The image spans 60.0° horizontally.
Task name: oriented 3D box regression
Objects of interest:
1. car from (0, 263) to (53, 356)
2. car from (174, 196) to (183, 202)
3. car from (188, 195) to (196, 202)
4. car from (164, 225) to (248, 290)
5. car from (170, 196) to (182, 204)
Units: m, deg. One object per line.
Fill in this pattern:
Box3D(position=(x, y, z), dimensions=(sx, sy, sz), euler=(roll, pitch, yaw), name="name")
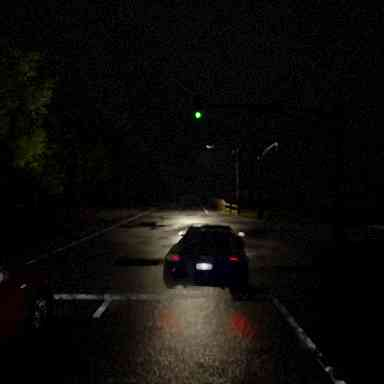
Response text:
Box3D(position=(-3.399, 1.365, 3.789), dimensions=(2.097, 1.767, 4.553), euler=(0, 0, 0), name="car")
Box3D(position=(-3.496, 1.766, 84.696), dimensions=(2.128, 1.511, 4.902), euler=(0, 0, 0), name="car")
Box3D(position=(0.004, 1.592, 83.069), dimensions=(2.097, 1.767, 4.553), euler=(0, 0, 0), name="car")
Box3D(position=(0.511, 1.594, 9.232), dimensions=(1.994, 1.385, 4.181), euler=(0, 0, 7), name="car")
Box3D(position=(-3.397, 1.698, 67.467), dimensions=(1.837, 1.490, 4.892), euler=(0, -1, 0), name="car")
